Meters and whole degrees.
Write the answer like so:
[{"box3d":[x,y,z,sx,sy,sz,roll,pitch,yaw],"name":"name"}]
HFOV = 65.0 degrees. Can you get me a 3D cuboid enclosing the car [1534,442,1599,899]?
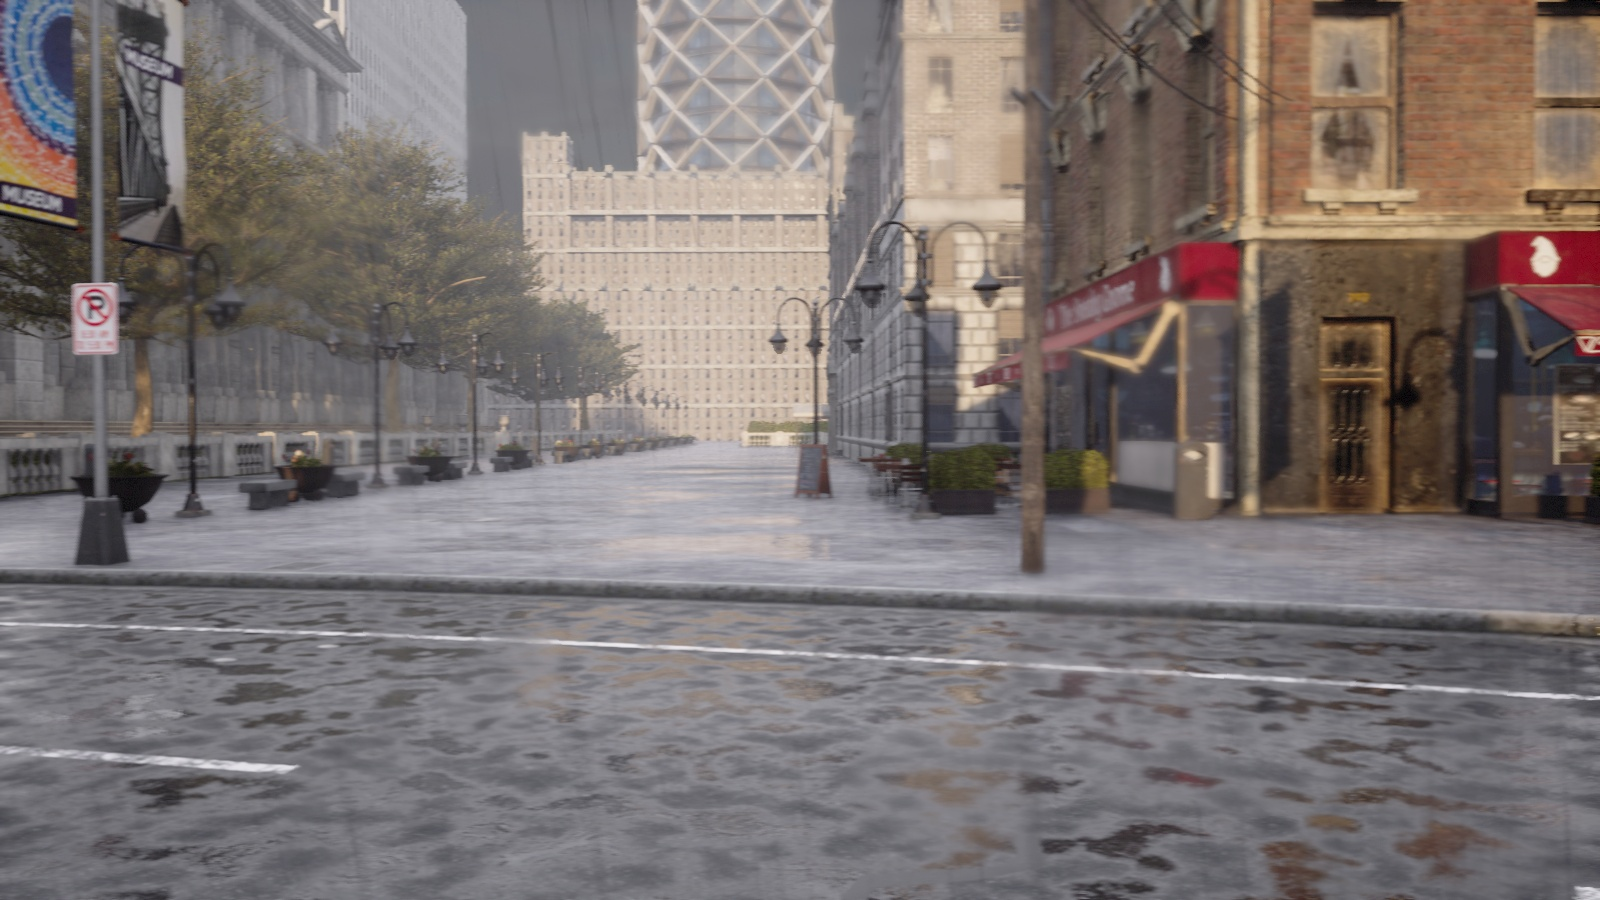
[{"box3d":[3.395,0.784,1.945,3.705,1.549,1.789,1,1,24],"name":"car"}]
